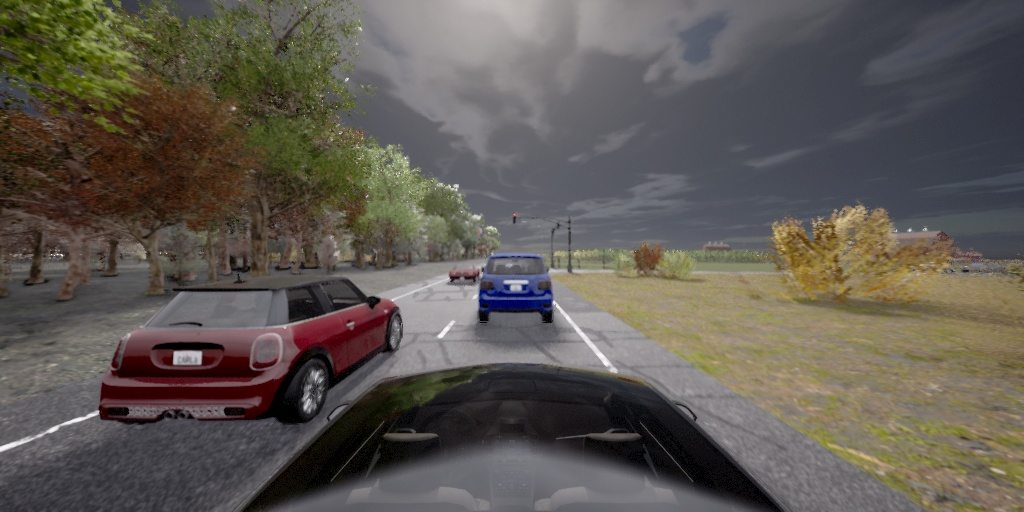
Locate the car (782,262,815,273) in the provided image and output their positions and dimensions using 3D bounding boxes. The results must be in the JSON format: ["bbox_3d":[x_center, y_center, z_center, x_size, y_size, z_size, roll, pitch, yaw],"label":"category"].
[{"bbox_3d":[39.028,1.463,48.358,5.008,1.535,1.882,1,-1,1],"label":"car"}]

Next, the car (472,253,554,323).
[{"bbox_3d":[0.104,0.920,12.096,2.150,2.045,5.566,0,0,0],"label":"car"}]

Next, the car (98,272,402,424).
[{"bbox_3d":[-3.399,1.081,5.884,2.097,1.767,4.553,0,0,0],"label":"car"}]

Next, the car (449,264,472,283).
[{"bbox_3d":[-3.388,1.226,26.624,1.895,1.301,4.718,0,0,0],"label":"car"}]
